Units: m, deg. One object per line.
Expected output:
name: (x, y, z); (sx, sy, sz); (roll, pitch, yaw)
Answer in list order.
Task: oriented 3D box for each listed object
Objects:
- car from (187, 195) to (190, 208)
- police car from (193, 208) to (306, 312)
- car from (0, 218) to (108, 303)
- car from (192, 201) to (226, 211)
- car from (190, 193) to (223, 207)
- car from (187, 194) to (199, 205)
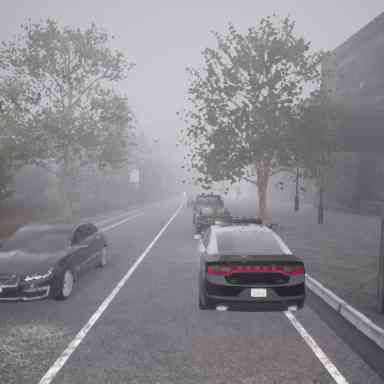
car: (0.247, 1.513, 45.882); (1.895, 1.301, 4.718); (0, 0, 0)
police car: (1.080, 1.410, 7.927); (1.930, 1.638, 5.238); (0, 0, 0)
car: (-3.469, 1.489, 8.352); (1.837, 1.490, 4.892); (0, 0, 0)
car: (1.114, 1.444, 17.866); (1.882, 1.535, 5.008); (0, 0, 0)
car: (1.135, 1.178, 23.917); (2.150, 2.045, 5.566); (0, 0, 0)
car: (0.213, 1.242, 58.135); (2.097, 1.767, 4.553); (0, 0, 1)
